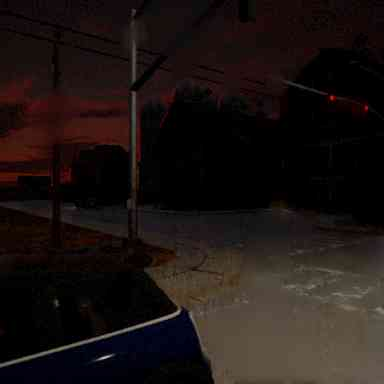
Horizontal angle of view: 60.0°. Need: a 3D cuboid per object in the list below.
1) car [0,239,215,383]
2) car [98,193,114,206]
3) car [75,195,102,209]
[{"bbox_3d":[-2.073,1.352,2.515,4.553,1.767,2.097,0,0,-35],"label":"car"},{"bbox_3d":[-13.764,1.118,50.617,3.866,1.878,1.905,-2,5,11],"label":"car"},{"bbox_3d":[-14.046,1.475,44.136,1.994,1.385,4.181,-1,1,-36],"label":"car"}]
